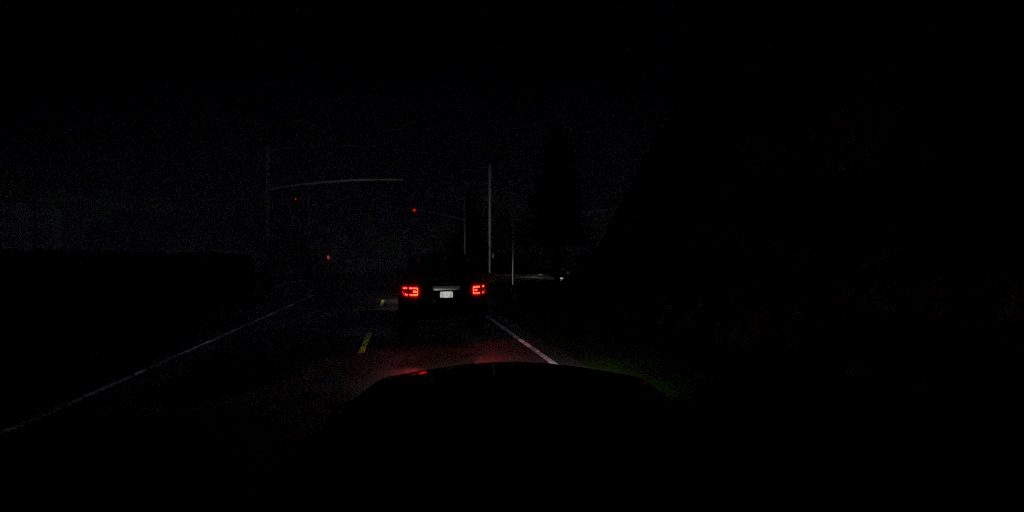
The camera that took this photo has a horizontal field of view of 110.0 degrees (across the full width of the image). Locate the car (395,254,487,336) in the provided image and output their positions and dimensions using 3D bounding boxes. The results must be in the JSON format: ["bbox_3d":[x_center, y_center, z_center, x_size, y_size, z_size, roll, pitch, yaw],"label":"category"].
[{"bbox_3d":[-2.256,0.971,10.740,2.150,2.045,5.566,0,0,-17],"label":"car"}]

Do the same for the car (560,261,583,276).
[{"bbox_3d":[6.571,1.228,35.306,5.008,1.535,1.882,0,0,-19],"label":"car"}]
